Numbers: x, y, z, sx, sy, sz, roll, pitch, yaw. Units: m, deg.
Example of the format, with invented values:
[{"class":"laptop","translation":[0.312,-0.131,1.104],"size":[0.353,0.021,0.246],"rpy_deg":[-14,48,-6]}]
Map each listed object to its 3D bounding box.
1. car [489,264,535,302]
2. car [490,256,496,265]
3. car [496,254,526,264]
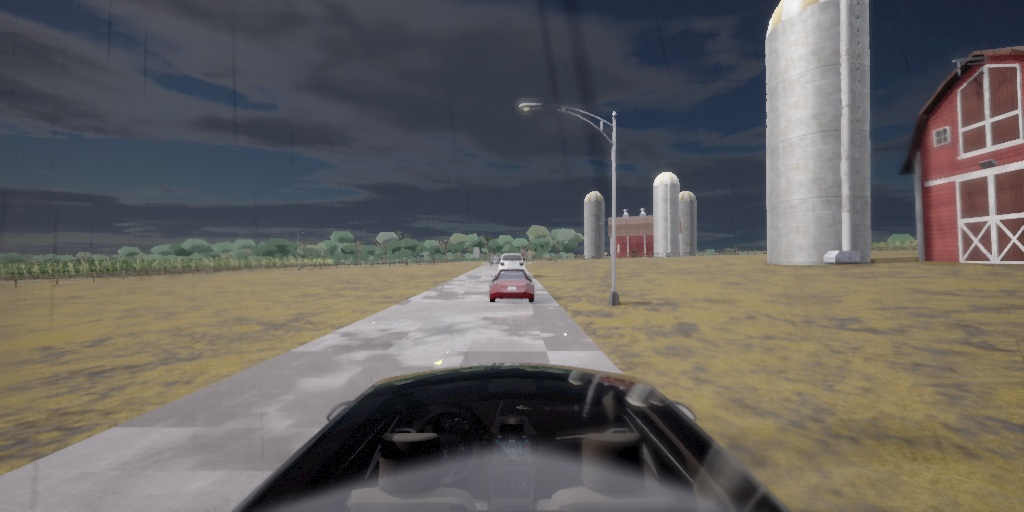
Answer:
[{"class":"car","translation":[0.000,1.261,16.497],"size":[1.994,1.385,4.181],"rpy_deg":[0,0,0]},{"class":"car","translation":[-2.750,0.822,61.506],"size":[2.128,1.511,4.902],"rpy_deg":[0,0,0]},{"class":"car","translation":[0.000,0.796,31.526],"size":[2.150,2.045,5.566],"rpy_deg":[0,1,0]}]
